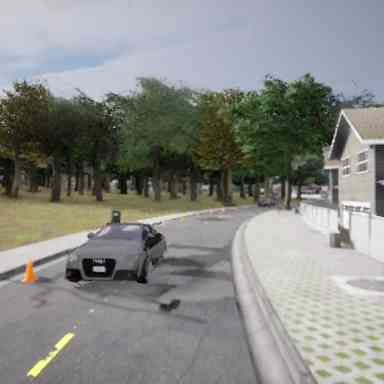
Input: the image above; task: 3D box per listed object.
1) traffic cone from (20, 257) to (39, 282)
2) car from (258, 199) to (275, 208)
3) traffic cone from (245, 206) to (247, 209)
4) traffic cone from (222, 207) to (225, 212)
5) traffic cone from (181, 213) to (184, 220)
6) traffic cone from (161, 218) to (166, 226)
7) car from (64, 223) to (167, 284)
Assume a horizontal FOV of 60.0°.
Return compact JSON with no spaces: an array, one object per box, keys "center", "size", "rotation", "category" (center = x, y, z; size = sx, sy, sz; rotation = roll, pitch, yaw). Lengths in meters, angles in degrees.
[{"center":[-4.209,1.989,8.634],"size":[0.340,0.580,0.340],"rotation":[0,0,4],"category":"traffic cone"},{"center":[12.469,1.891,55.444],"size":[1.882,1.535,5.008],"rotation":[0,-1,29],"category":"car"},{"center":[8.490,2.349,52.529],"size":[0.340,0.580,0.340],"rotation":[0,-1,28],"category":"traffic cone"},{"center":[4.118,2.272,43.288],"size":[0.340,0.580,0.340],"rotation":[0,-1,23],"category":"traffic cone"},{"center":[-0.812,2.150,28.775],"size":[0.340,0.580,0.340],"rotation":[0,-1,15],"category":"traffic cone"},{"center":[-2.007,2.108,23.803],"size":[0.340,0.580,0.340],"rotation":[0,-1,12],"category":"traffic cone"},{"center":[-1.959,1.604,9.655],"size":[1.994,1.385,4.181],"rotation":[0,0,6],"category":"car"}]
